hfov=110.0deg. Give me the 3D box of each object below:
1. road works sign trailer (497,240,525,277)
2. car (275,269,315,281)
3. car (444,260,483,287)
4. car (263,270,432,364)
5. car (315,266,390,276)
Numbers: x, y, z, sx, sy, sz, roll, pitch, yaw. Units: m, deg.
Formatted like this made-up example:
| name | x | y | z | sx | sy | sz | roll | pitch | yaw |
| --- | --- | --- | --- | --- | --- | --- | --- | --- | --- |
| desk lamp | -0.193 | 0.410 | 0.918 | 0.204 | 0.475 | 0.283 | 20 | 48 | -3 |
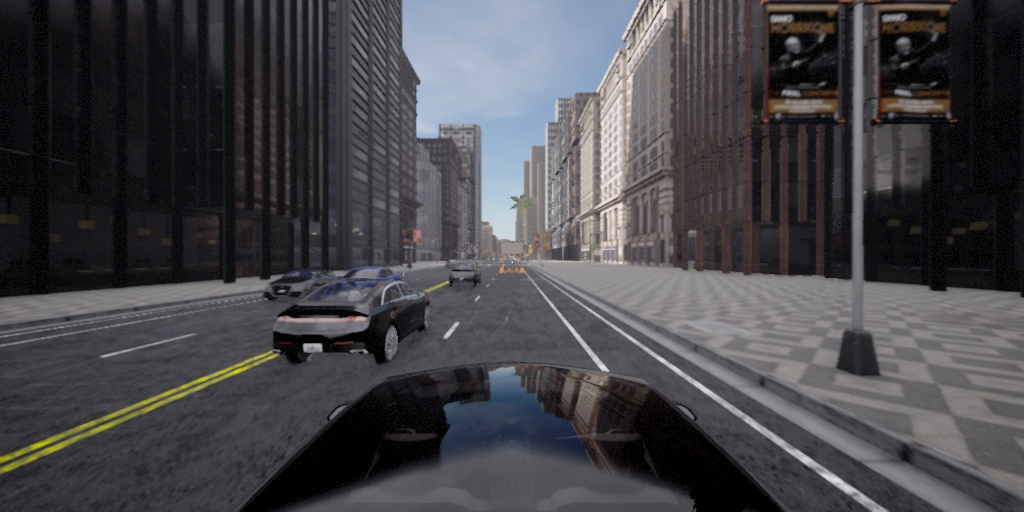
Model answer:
| name | x | y | z | sx | sy | sz | roll | pitch | yaw |
| --- | --- | --- | --- | --- | --- | --- | --- | --- | --- |
| road works sign trailer | -0.004 | 0.226 | 36.075 | 2.380 | 3.560 | 2.880 | 0 | 0 | 0 |
| car | -9.850 | 1.317 | 17.310 | 1.994 | 1.385 | 4.181 | 0 | 0 | 0 |
| car | -3.152 | 1.248 | 24.927 | 2.128 | 1.511 | 4.902 | 0 | 0 | 0 |
| car | -3.150 | 1.242 | 8.097 | 2.128 | 1.511 | 4.902 | 0 | 0 | 0 |
| car | -6.600 | 1.230 | 16.416 | 1.882 | 1.535 | 5.008 | 0 | 0 | 0 |
